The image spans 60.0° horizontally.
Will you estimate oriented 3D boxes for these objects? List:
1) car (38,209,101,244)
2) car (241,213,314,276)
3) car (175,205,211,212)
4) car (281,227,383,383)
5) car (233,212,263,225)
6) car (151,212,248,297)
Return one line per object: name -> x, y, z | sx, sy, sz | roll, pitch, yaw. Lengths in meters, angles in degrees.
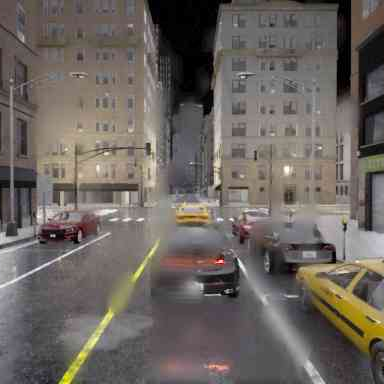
car -> -5.662, 1.539, 15.792 | 1.887, 1.381, 4.507 | -1, 0, 0
car -> 2.876, 1.563, 10.198 | 1.947, 1.339, 4.313 | -1, 0, 0
car -> 0.053, 1.471, 18.973 | 1.882, 1.535, 5.008 | 0, 0, 1
car -> 2.868, 1.524, 4.782 | 1.752, 1.417, 4.829 | -1, 0, 0
car -> 2.883, 1.577, 15.784 | 1.802, 1.307, 4.206 | -1, 0, 0
car -> 0.073, 1.502, 8.546 | 1.837, 1.490, 4.892 | 0, 0, 0
